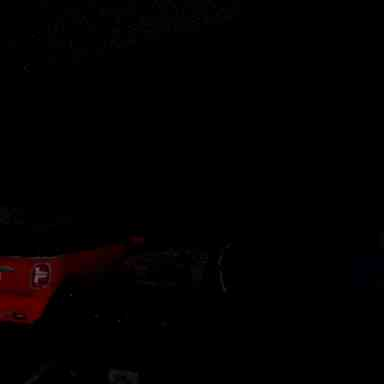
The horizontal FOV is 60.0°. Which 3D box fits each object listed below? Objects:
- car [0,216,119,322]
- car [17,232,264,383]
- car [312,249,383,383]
[{"bbox_3d":[-2.479,1.318,7.115,2.185,1.767,4.553,0,0,15],"label":"car"},{"bbox_3d":[-0.001,1.464,5.390,2.231,1.521,4.892,0,0,15],"label":"car"},{"bbox_3d":[2.476,1.482,3.664,2.097,1.535,5.008,1,0,15],"label":"car"}]
